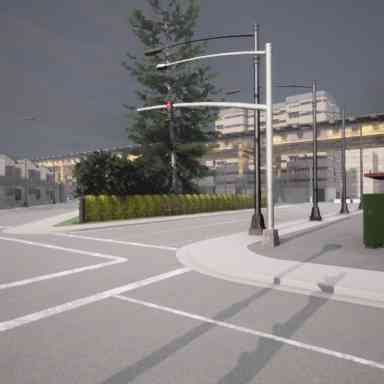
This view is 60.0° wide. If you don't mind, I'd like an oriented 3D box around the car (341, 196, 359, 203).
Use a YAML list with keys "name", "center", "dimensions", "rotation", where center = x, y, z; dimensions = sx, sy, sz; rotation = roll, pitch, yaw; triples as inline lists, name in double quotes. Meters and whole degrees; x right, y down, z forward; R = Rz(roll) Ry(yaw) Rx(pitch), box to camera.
- name: "car"
  center: [33.765, 1.583, 71.003]
  dimensions: [4.974, 1.542, 2.038]
  rotation: [0, 0, -29]

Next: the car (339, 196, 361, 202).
- name: "car"
  center: [33.809, 1.425, 71.030]
  dimensions: [4.536, 1.218, 1.853]
  rotation: [0, 0, -29]
